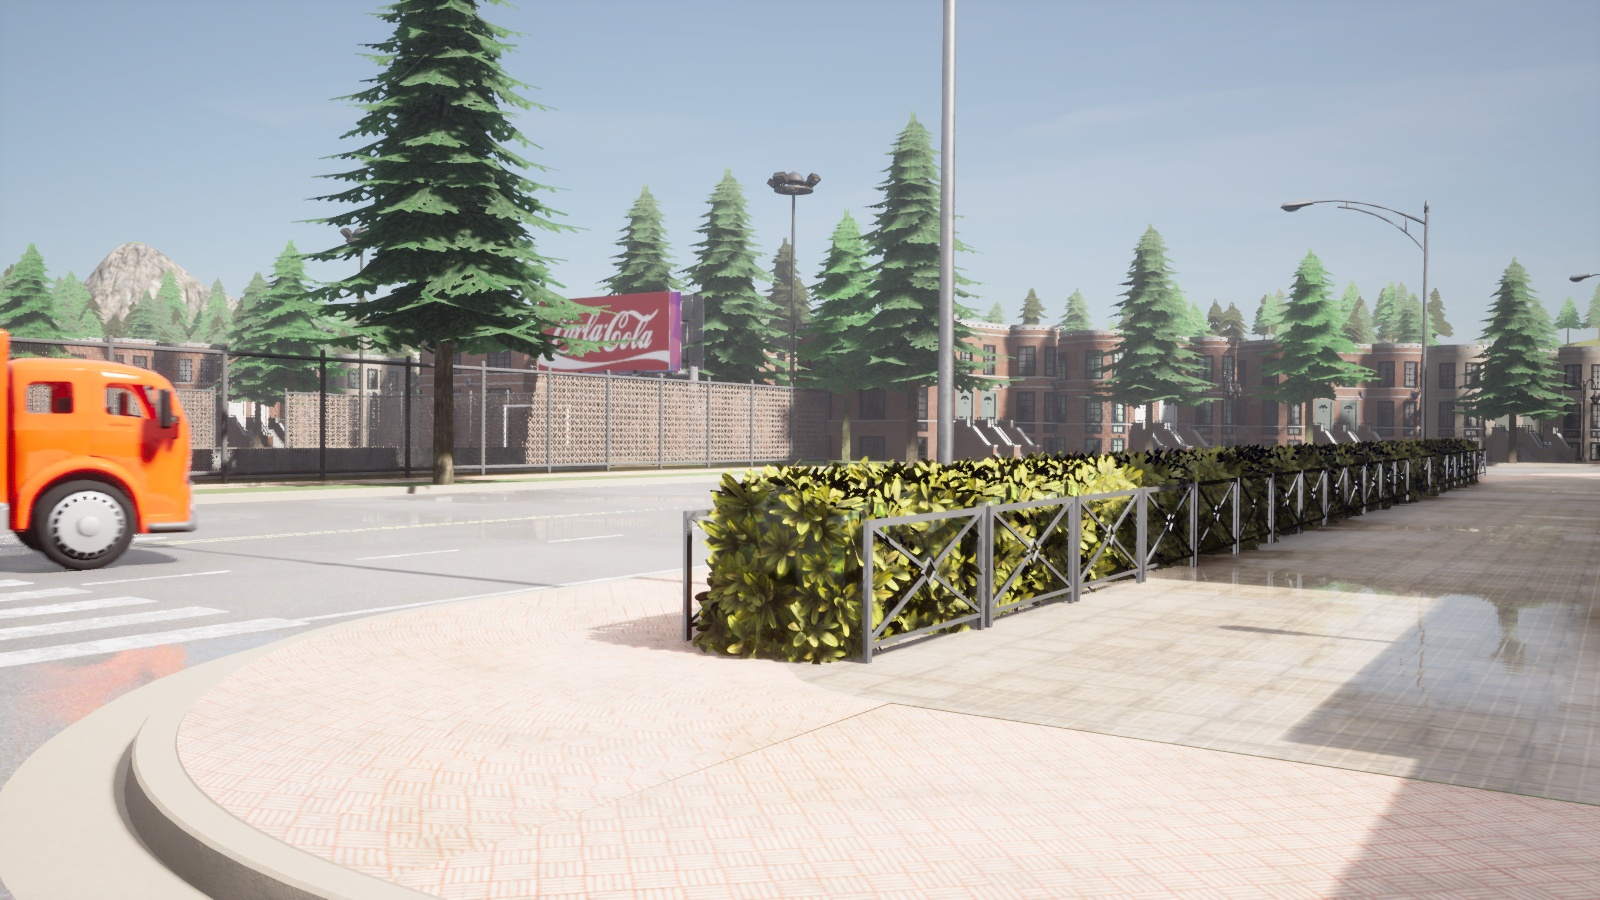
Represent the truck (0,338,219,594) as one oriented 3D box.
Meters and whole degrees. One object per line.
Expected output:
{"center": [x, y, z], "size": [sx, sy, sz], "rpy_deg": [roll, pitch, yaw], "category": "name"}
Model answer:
{"center": [-9.028, 0.153, 12.732], "size": [5.204, 2.467, 2.627], "rpy_deg": [-1, 1, -38], "category": "truck"}
